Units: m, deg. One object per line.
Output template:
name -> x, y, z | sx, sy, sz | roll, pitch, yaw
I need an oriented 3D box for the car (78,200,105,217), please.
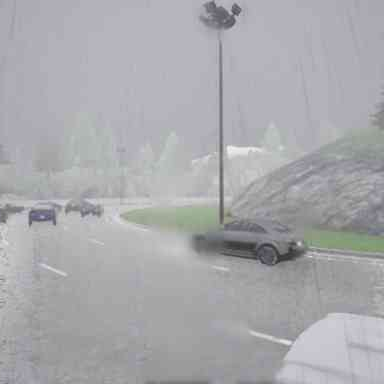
car -> -10.208, 1.851, 34.495 | 1.895, 1.301, 4.718 | 0, 0, -9

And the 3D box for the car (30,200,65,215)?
car -> -17.410, 1.820, 40.332 | 2.128, 1.511, 4.902 | 0, 0, 0

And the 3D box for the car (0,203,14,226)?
car -> -14.846, 1.774, 24.440 | 2.033, 1.411, 5.357 | 0, 0, -20

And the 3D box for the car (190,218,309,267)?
car -> 1.908, 1.613, 11.794 | 4.181, 1.385, 1.994 | -1, 0, 42

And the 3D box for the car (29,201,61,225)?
car -> -11.766, 1.696, 26.560 | 1.882, 1.535, 5.008 | -1, -1, -20

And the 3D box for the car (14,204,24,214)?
car -> -21.188, 1.943, 38.188 | 1.895, 1.301, 4.718 | 0, 0, -2

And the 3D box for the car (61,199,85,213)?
car -> -13.918, 1.662, 41.248 | 2.097, 1.767, 4.553 | 0, 0, 3

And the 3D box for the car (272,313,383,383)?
car -> 2.875, 1.591, 1.984 | 4.718, 1.301, 1.895 | -1, 0, 36
